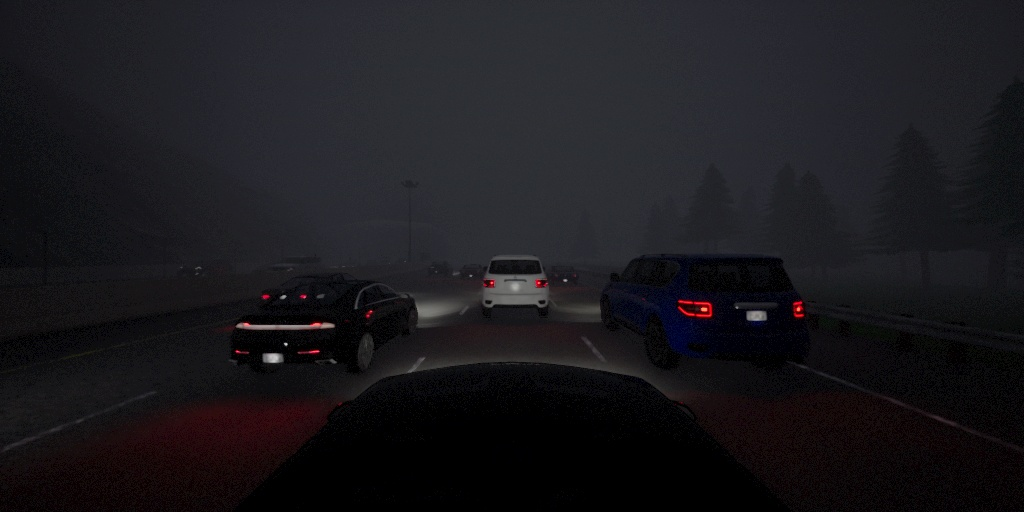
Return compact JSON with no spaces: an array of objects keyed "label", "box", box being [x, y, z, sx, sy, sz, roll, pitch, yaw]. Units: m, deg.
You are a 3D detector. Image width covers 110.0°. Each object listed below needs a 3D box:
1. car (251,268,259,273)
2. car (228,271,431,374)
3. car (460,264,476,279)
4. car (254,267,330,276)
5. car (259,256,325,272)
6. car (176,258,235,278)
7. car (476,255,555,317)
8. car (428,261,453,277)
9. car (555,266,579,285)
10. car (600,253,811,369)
[{"label":"car","box":[-21.161,1.317,31.955,1.994,1.385,4.181,0,0,-1]},{"label":"car","box":[-3.403,1.242,7.534,2.128,1.511,4.902,0,0,0]},{"label":"car","box":[-3.433,1.355,31.945,1.895,1.301,4.718,0,0,-1]},{"label":"car","box":[-6.903,1.299,13.394,2.033,1.411,5.357,0,0,0]},{"label":"car","box":[-17.627,0.975,29.502,2.150,2.045,5.566,0,0,0]},{"label":"car","box":[-28.172,1.105,33.118,2.097,1.767,4.553,0,0,-1]},{"label":"car","box":[0.097,0.973,13.266,2.150,2.045,5.566,0,0,0]},{"label":"car","box":[-7.002,1.245,35.380,2.128,1.511,4.902,0,0,-1]},{"label":"car","box":[3.594,1.354,26.364,1.895,1.301,4.718,0,0,0]},{"label":"car","box":[3.600,0.973,7.961,2.150,2.045,5.566,0,0,0]}]
